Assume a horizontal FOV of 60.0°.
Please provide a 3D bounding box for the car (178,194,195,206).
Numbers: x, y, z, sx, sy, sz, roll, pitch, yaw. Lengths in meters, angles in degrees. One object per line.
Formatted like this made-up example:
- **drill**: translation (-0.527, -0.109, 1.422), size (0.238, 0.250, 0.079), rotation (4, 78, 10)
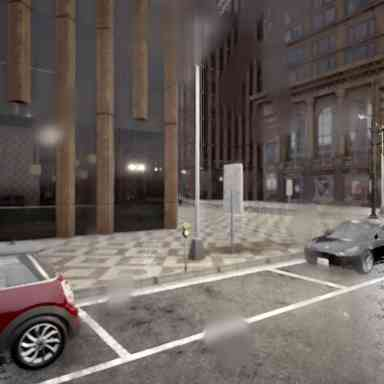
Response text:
- **car**: translation (-1.159, 0.976, 40.236), size (1.812, 1.442, 4.674), rotation (0, 1, -35)

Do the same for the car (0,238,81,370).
- **car**: translation (-3.632, 1.440, 4.062), size (4.097, 1.590, 1.967), rotation (0, 0, -35)

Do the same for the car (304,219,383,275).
- **car**: translation (5.393, 1.544, 10.435), size (4.313, 1.339, 1.947), rotation (0, 0, -35)
